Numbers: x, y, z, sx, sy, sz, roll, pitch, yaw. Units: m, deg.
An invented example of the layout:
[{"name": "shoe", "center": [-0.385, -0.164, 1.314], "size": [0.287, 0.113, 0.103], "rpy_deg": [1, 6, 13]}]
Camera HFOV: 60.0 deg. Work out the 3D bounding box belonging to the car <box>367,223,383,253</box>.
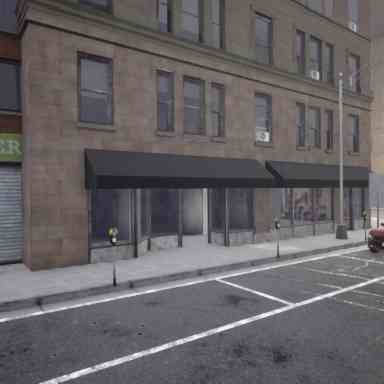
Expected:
[{"name": "car", "center": [8.377, 1.541, 12.566], "size": [4.507, 1.381, 1.887], "rpy_deg": [0, -1, -36]}]
